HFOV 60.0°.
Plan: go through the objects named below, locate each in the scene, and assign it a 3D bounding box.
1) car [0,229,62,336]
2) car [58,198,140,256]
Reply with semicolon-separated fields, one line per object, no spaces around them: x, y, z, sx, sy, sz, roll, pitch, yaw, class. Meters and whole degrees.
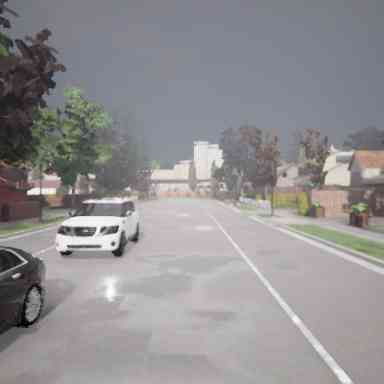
-3.594;1.517;4.252;1.837;1.490;4.892;0;-1;0;car
-3.498;1.276;13.513;2.150;2.045;5.566;0;0;0;car
